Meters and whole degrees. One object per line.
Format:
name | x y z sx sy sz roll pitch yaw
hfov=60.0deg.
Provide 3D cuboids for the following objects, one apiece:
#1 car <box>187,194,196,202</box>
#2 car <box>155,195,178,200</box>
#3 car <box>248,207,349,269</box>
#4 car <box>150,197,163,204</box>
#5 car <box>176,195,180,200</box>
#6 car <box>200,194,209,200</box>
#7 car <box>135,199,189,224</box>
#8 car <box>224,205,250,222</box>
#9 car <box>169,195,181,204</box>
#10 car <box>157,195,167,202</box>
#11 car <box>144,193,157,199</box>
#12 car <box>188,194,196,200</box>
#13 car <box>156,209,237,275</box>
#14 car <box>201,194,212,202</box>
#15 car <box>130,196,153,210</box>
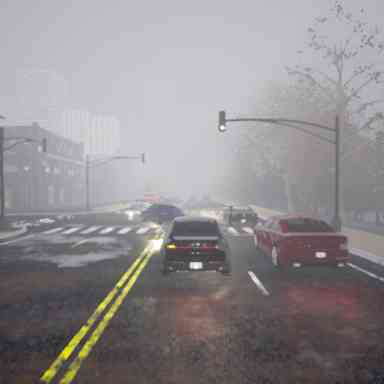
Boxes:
car | -0.028 1.430 74.346 1.812 1.442 4.674 0 0 0
car | -3.357 1.515 44.472 1.994 1.385 4.181 0 0 0
car | 3.344 1.466 11.114 1.882 1.535 5.008 0 0 0
car | -6.532 1.530 62.175 1.895 1.301 4.718 0 0 0
car | -3.344 1.504 53.991 1.994 1.385 4.181 0 0 0
car | 3.219 1.257 84.350 2.128 1.511 4.902 0 0 0
car | -2.180 1.502 23.627 1.812 1.442 4.674 1 0 -29
car | 3.343 1.576 23.857 1.895 1.301 4.718 0 0 0
car | -3.274 1.418 64.241 2.128 1.511 4.902 0 0 0
car | -6.526 1.417 72.489 1.837 1.490 4.892 0 0 0
car | -6.600 1.163 52.370 2.150 2.045 5.566 0 0 0
car | -0.031 1.285 84.349 1.994 1.385 4.181 0 0 0
car | 0.098 1.495 10.368 1.837 1.490 4.892 0 0 0
car | 3.222 1.261 74.317 2.097 1.767 4.553 0 0 0
car | -6.621 1.555 42.828 1.895 1.301 4.718 0 0 1
